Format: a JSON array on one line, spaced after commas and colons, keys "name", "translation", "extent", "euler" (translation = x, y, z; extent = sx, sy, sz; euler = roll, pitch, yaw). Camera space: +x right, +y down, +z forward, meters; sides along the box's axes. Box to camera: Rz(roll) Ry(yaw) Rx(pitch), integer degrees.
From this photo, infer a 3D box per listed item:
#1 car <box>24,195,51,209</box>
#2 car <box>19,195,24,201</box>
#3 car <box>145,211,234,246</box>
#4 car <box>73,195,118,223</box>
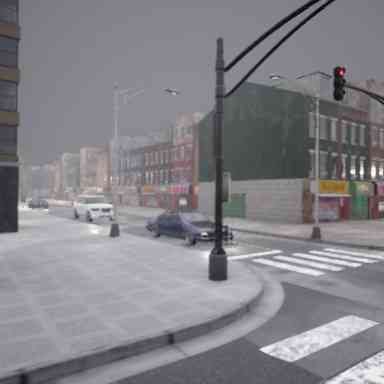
[{"name": "car", "translation": [-20.828, 1.524, 45.023], "extent": [2.033, 1.411, 5.357], "euler": [1, 0, -36]}, {"name": "car", "translation": [-38.975, 1.370, 75.043], "extent": [1.882, 1.535, 5.008], "euler": [1, 0, -36]}, {"name": "car", "translation": [-0.355, 1.639, 16.312], "extent": [2.033, 1.411, 5.357], "euler": [1, 0, -36]}, {"name": "car", "translation": [-7.903, 1.265, 26.848], "extent": [2.150, 2.045, 5.566], "euler": [1, 0, -36]}]
